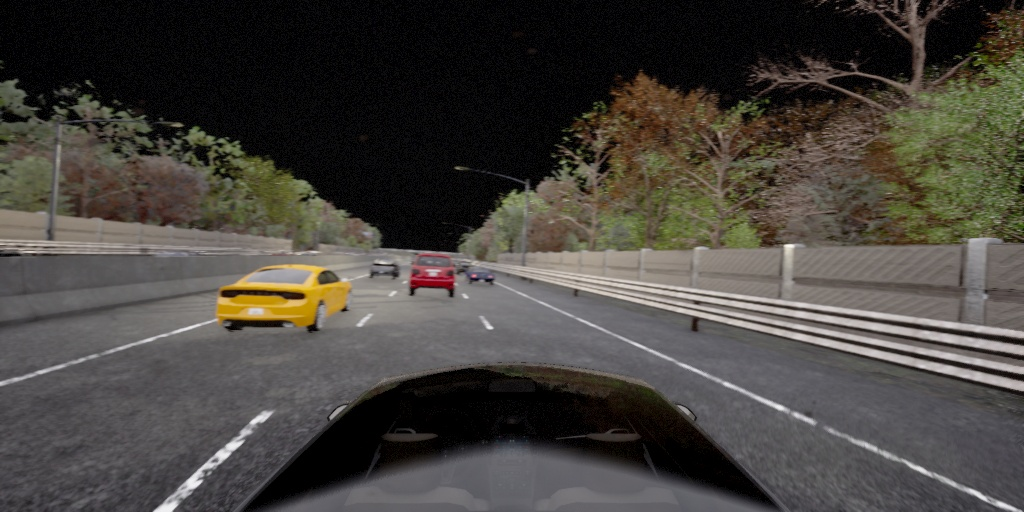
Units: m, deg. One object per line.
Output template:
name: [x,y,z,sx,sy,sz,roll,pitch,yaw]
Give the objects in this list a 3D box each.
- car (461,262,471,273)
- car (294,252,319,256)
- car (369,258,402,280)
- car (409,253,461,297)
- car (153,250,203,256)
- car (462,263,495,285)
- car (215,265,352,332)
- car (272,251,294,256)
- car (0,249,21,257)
car: [-5.355,1.354,40.408,1.837,1.490,4.892,3,0,-12]
car: [-29.581,0.142,52.448,1.994,1.385,4.181,3,-1,-12]
car: [-9.657,0.946,27.558,2.128,1.511,4.902,3,-1,-12]
car: [-4.161,0.906,18.901,2.150,2.045,5.566,3,-1,-12]
car: [-19.037,0.393,20.462,1.994,1.385,4.181,3,-1,-12]
car: [-2.585,1.473,27.810,1.895,1.301,4.718,3,-1,-12]
car: [-5.744,0.974,9.743,1.882,1.535,5.008,3,-1,-12]
car: [-33.140,-0.027,52.423,1.895,1.301,4.718,3,-1,-12]
car: [-20.906,0.115,12.703,1.882,1.535,5.008,3,-1,-12]
